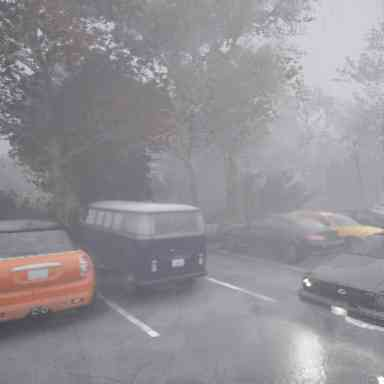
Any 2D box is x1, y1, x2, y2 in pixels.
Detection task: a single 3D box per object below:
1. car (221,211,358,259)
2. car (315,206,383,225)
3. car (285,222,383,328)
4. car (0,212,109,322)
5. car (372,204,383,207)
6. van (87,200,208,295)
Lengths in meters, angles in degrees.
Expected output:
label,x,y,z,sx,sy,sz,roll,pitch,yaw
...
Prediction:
label,x,y,z,sx,sy,sz,roll,pitch,yaw
car,3.057,1.505,11.990,2.002,1.452,4.674,0,0,-36
car,5.429,1.459,13.460,1.946,1.575,5.366,0,0,-36
car,4.552,1.535,6.921,5.357,1.411,2.033,0,0,-35
car,-3.725,1.353,7.113,2.185,1.767,4.553,0,0,-36
car,7.591,1.458,15.227,2.097,1.535,5.008,0,0,-36
van,-1.547,1.246,8.848,1.878,1.987,4.442,0,0,-35
